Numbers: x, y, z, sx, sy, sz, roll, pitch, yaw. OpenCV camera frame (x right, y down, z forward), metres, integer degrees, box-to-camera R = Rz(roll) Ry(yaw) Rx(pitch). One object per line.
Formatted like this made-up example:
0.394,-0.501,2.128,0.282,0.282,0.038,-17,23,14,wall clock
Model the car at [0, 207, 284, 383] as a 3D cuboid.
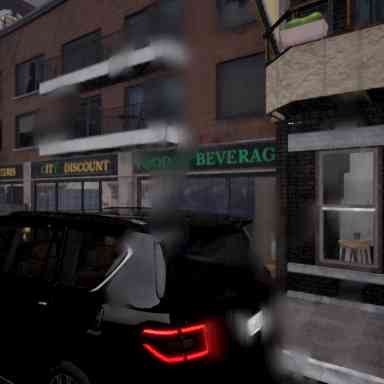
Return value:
-1.631,1.225,4.423,5.566,2.045,2.150,0,0,36,car
